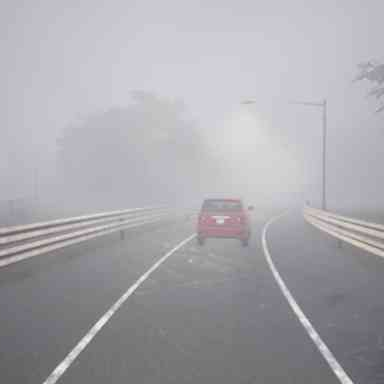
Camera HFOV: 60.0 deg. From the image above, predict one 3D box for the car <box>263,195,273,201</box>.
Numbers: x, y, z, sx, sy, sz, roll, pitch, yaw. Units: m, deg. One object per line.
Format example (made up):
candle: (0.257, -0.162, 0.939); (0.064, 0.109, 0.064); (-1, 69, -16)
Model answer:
car: (20.009, 1.513, 87.847); (2.033, 1.411, 5.357); (0, 0, 2)

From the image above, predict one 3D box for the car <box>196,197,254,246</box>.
car: (1.625, 1.228, 15.520); (2.150, 2.045, 5.566); (0, 0, 11)
